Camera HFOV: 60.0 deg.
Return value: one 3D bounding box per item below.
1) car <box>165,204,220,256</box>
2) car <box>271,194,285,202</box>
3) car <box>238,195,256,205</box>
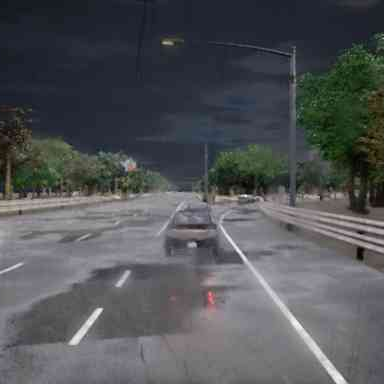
[{"bbox_3d":[0.008,1.449,12.905,2.128,1.511,4.902,0,0,0],"label":"car"},{"bbox_3d":[17.827,1.222,68.659,1.882,1.535,5.008,0,0,38],"label":"car"},{"bbox_3d":[9.060,1.306,54.525,2.128,1.511,4.902,0,0,27],"label":"car"}]
